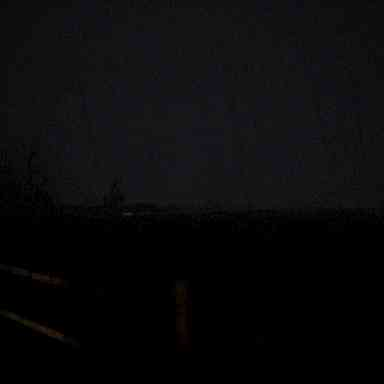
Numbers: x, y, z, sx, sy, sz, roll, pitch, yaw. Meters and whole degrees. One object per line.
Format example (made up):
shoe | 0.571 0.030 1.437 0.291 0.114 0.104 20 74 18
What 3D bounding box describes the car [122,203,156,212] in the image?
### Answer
car | -7.471 2.209 47.318 2.033 1.411 5.357 1 -1 36
